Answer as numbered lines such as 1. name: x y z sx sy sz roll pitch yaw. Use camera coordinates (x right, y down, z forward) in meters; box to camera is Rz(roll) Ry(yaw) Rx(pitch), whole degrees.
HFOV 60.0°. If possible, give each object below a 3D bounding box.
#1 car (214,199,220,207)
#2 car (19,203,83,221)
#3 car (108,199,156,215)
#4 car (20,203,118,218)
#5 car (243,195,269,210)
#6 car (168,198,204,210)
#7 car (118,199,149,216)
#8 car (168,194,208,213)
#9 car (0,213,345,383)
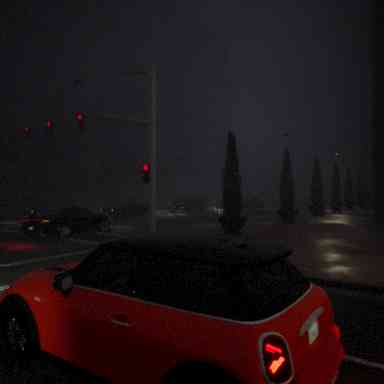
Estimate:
1. car: 5.297 1.378 51.761 2.097 1.767 4.553 0 0 36
2. car: -11.821 1.627 28.151 1.895 1.301 4.718 0 0 36
3. car: -6.363 1.518 35.697 2.128 1.511 4.902 0 0 36
4. car: -6.311 1.493 17.339 1.882 1.535 5.008 -2 -1 23
5. car: 7.716 1.496 42.877 1.882 1.535 5.008 0 0 36
6. car: -0.726 1.518 43.488 2.128 1.511 4.902 0 0 36
7. car: -6.037 1.623 30.176 1.895 1.301 4.718 0 0 36
8. car: -0.311 1.244 38.087 2.150 2.045 5.566 0 0 36
9. car: -0.573 1.355 4.399 4.553 1.767 2.097 0 0 35
